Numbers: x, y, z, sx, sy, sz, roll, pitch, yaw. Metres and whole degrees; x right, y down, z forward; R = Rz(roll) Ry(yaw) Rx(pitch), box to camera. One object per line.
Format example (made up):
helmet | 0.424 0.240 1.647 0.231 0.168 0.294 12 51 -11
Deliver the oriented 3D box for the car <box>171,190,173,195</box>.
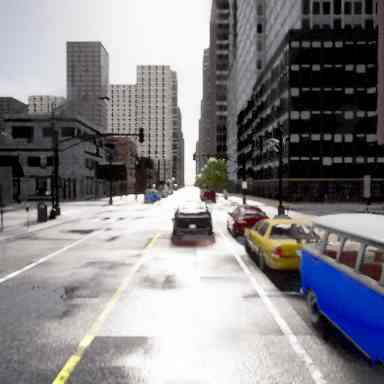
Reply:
car | -6.110 0.359 75.504 2.008 1.369 4.403 0 1 0

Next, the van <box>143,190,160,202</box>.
van | -5.957 0.565 47.884 1.690 1.788 3.998 0 1 0

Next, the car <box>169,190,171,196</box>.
car | -6.079 0.441 69.980 2.008 1.369 4.403 0 1 0

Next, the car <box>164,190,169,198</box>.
car | -6.049 0.412 64.456 1.967 1.590 4.097 0 1 0

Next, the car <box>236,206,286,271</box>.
car | 2.633 1.350 10.061 1.752 1.417 4.829 0 1 0

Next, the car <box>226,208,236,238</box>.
car | 2.603 1.314 15.553 1.802 1.307 4.206 0 1 0

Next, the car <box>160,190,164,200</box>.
car | -5.988 0.579 53.409 1.967 1.590 4.097 0 1 0

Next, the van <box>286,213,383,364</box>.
van | 2.665 1.265 4.224 1.690 1.788 3.998 0 1 0

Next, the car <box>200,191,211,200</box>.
car | 2.362 0.597 58.983 1.887 1.381 4.507 0 1 0

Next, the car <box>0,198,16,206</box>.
car | -21.605 0.855 35.632 4.829 1.417 1.752 0 1 0

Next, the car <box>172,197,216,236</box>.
car | 0.030 1.209 16.481 2.128 1.511 4.902 0 1 0

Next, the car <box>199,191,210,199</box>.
car | 2.332 0.535 64.507 1.947 1.339 4.313 0 1 0

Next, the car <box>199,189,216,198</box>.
car | 2.422 0.536 47.932 2.192 1.841 5.009 0 1 0

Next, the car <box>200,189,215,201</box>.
car | 2.392 0.451 53.456 2.192 1.841 5.009 0 1 0
